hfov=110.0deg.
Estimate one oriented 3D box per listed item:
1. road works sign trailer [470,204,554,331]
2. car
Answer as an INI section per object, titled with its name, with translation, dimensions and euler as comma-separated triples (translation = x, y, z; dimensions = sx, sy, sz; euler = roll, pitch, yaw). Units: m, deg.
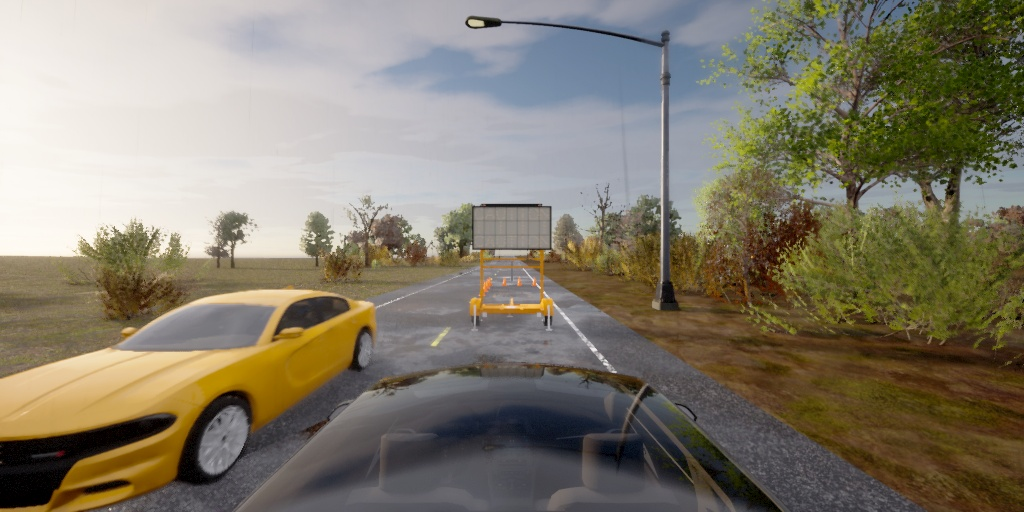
[road works sign trailer]
translation = -0.003, 0.214, 10.994
dimensions = 2.380, 3.560, 2.880
euler = 0, 0, 0
[car]
translation = -3.501, 1.228, 4.838
dimensions = 1.882, 1.535, 5.008
euler = 0, 0, 0
